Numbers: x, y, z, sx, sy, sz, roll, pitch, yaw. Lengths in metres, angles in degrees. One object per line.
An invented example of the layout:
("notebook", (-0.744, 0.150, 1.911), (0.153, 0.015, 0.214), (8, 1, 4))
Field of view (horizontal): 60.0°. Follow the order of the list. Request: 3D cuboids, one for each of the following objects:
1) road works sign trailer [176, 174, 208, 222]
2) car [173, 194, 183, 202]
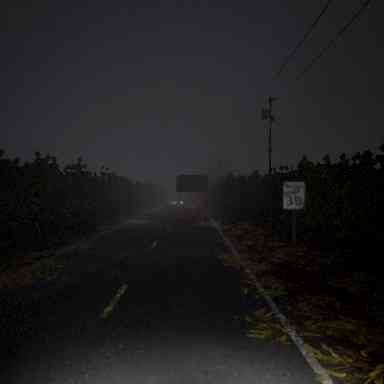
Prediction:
("road works sign trailer", (0.000, 0.464, 25.295), (2.380, 3.560, 2.880), (0, 0, 0))
("car", (-3.200, 1.309, 75.960), (2.097, 1.767, 4.553), (0, 0, 0))
